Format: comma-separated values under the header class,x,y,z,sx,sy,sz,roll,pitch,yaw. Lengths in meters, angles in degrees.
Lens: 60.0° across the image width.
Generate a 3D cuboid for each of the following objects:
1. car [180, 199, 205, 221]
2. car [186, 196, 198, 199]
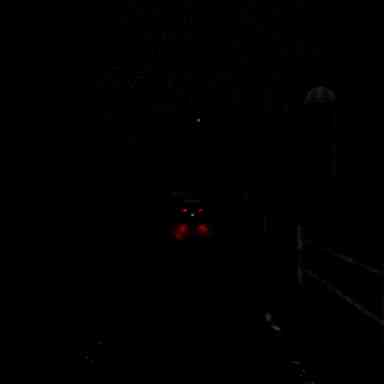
class,x,y,z,sx,sy,sz,roll,pitch,yaw
car,0.037,1.498,26.351,1.812,1.442,4.674,0,0,0
car,-0.005,1.319,42.314,2.097,1.767,4.553,0,0,0
